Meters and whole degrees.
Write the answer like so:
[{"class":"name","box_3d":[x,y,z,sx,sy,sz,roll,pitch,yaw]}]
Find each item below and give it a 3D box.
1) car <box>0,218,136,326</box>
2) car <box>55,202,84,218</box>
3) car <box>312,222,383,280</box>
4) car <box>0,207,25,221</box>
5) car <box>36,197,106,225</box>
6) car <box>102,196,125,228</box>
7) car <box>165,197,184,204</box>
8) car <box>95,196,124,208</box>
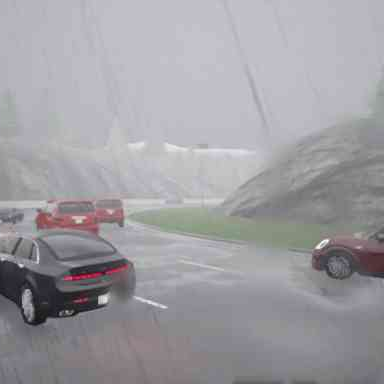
[{"class":"car","box_3d":[-3.187,1.578,7.353,4.892,1.490,1.837,0,0,44]},{"class":"car","box_3d":[-12.910,1.850,35.287,1.837,1.490,4.892,0,-1,-8]},{"class":"car","box_3d":[5.633,1.464,8.825,4.553,1.767,2.097,0,-1,36]},{"class":"car","box_3d":[-14.598,1.847,26.315,1.895,1.301,4.718,0,-1,-18]},{"class":"car","box_3d":[-6.404,1.387,16.786,2.150,2.045,5.566,0,-1,-33]},{"class":"car","box_3d":[-6.429,1.465,24.194,2.150,2.045,5.566,0,-1,-24]},{"class":"car","box_3d":[-4.141,1.996,78.445,4.553,1.767,2.097,1,-1,-39]},{"class":"car","box_3d":[-15.509,1.862,63.063,2.150,2.045,5.566,0,-1,27]}]
